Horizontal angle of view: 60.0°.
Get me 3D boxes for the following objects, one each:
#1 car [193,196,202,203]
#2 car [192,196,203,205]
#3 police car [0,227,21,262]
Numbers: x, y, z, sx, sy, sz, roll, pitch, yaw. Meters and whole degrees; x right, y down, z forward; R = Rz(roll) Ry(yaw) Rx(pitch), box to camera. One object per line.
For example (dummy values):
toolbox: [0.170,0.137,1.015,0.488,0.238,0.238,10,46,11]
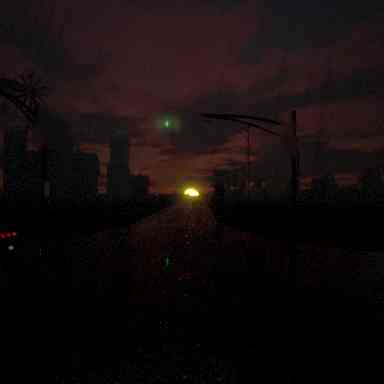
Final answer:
car: [1.164,1.546,68.876,1.837,1.490,4.892,0,0,1]
car: [0.982,1.578,58.455,2.033,1.411,5.357,0,0,1]
police car: [-7.814,1.371,9.689,5.238,1.638,1.930,1,-1,1]
